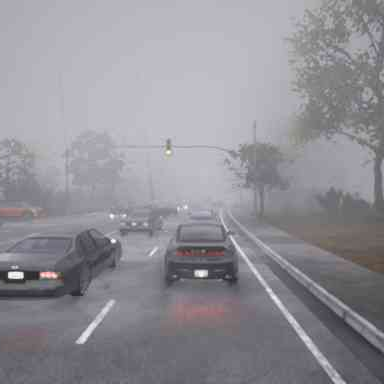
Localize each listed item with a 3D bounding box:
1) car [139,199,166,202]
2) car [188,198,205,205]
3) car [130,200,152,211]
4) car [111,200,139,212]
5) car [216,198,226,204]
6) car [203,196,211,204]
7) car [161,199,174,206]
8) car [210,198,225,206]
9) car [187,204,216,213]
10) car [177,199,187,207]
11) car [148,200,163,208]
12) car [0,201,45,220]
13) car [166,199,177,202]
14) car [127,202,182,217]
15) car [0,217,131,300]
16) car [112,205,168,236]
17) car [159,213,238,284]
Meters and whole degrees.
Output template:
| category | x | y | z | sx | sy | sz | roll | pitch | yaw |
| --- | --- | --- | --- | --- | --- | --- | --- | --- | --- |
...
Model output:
| category | x | y | z | sx | sy | sz | roll | pitch | yaw |
| --- | --- | --- | --- | --- | --- | --- | --- | --- | --- |
| car | -5.077 | 1.945 | 43.324 | 1.882 | 1.535 | 5.008 | 0 | -1 | 5 |
| car | 0.938 | 2.294 | 64.155 | 1.895 | 1.301 | 4.718 | 0 | -1 | 7 |
| car | -7.819 | 2.044 | 51.274 | 2.128 | 1.511 | 4.902 | 0 | -1 | 6 |
| car | -8.673 | 1.807 | 42.327 | 2.097 | 1.767 | 4.553 | 0 | -1 | 5 |
| car | 7.302 | 2.295 | 83.426 | 2.128 | 1.511 | 4.902 | 0 | -1 | 10 |
| car | 3.771 | 2.128 | 83.532 | 2.150 | 2.045 | 5.566 | 0 | -1 | 10 |
| car | -5.251 | 2.269 | 71.367 | 1.837 | 1.490 | 4.892 | 0 | -1 | 8 |
| car | 5.651 | 2.311 | 73.296 | 1.812 | 1.442 | 4.674 | 0 | -1 | 9 |
| car | 0.644 | 1.755 | 21.162 | 1.812 | 1.442 | 4.674 | 0 | -1 | 2 |
| car | -2.874 | 2.172 | 63.120 | 2.128 | 1.511 | 4.902 | 0 | -1 | 8 |
| car | -6.658 | 2.184 | 61.155 | 1.812 | 1.442 | 4.674 | 0 | -1 | 7 |
| car | -16.658 | 1.697 | 32.068 | 4.553 | 1.767 | 2.097 | 0 | -1 | 4 |
| car | -4.093 | 2.138 | 53.209 | 1.994 | 1.385 | 4.181 | 0 | -1 | 6 |
| car | -3.811 | 1.970 | 34.228 | 4.718 | 1.301 | 1.895 | 0 | -1 | -31 |
| car | -3.272 | 1.643 | 8.777 | 2.033 | 1.411 | 5.357 | 0 | -1 | 1 |
| car | -2.929 | 1.762 | 19.889 | 2.033 | 1.411 | 5.357 | 0 | -1 | 2 |
| car | 0.264 | 1.615 | 9.967 | 1.837 | 1.490 | 4.892 | 0 | 0 | 1 |
